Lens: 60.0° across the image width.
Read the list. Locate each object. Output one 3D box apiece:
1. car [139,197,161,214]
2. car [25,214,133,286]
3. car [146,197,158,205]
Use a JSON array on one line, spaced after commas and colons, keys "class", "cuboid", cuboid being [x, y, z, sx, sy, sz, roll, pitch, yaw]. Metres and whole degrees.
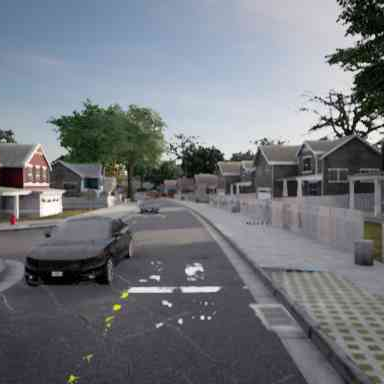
[{"class": "car", "cuboid": [-4.249, 1.469, 33.757, 1.837, 1.490, 4.892, 0, 0, -5]}, {"class": "car", "cuboid": [-2.909, 1.452, 9.529, 1.882, 1.535, 5.008, 0, 0, -1]}, {"class": "car", "cuboid": [-7.228, 1.502, 59.598, 1.895, 1.301, 4.718, 0, 0, -8]}]
